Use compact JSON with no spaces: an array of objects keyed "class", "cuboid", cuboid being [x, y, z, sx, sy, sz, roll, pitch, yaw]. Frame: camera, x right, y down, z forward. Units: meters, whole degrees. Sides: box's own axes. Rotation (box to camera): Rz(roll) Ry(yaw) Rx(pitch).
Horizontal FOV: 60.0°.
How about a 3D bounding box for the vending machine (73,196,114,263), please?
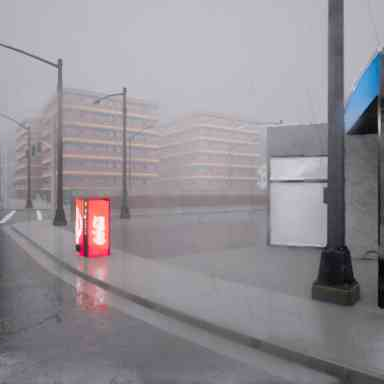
[{"class":"vending machine","cuboid":[-3.334,1.192,11.205,1.100,2.100,0.880,0,0,-36]}]
